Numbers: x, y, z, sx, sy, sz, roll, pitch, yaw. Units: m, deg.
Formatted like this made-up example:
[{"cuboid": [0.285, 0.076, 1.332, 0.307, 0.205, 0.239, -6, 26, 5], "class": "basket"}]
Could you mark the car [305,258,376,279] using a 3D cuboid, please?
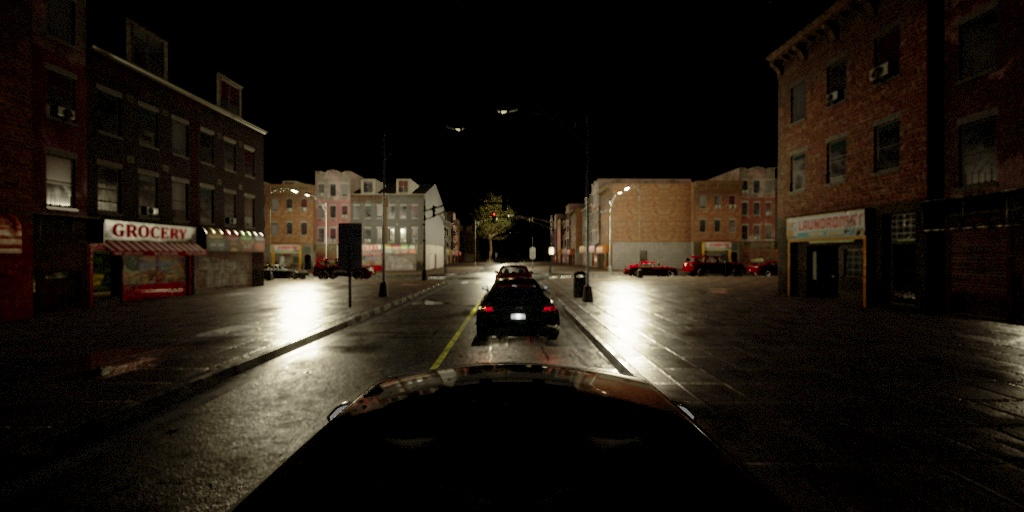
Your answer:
[{"cuboid": [-14.465, 1.120, 30.913, 5.009, 1.841, 2.192, 0, 0, 0], "class": "car"}]

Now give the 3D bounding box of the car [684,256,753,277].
[{"cuboid": [17.377, 0.888, 30.975, 5.009, 1.841, 2.192, 0, 0, 0], "class": "car"}]

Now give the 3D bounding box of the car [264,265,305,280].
[{"cuboid": [-19.891, 1.413, 30.902, 4.313, 1.339, 1.948, 0, 0, 0], "class": "car"}]

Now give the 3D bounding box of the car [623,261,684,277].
[{"cuboid": [11.943, 1.156, 30.964, 4.507, 1.381, 1.888, 0, 0, 0], "class": "car"}]

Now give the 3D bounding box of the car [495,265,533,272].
[{"cuboid": [0.098, 1.200, 18.845, 1.882, 1.535, 5.008, 0, 0, 0], "class": "car"}]

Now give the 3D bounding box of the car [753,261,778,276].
[{"cuboid": [22.810, 1.081, 30.986, 4.507, 1.381, 1.888, 0, 0, 0], "class": "car"}]

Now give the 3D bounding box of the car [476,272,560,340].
[{"cuboid": [0.106, 1.299, 9.882, 1.994, 1.385, 4.181, 0, 0, -1], "class": "car"}]
